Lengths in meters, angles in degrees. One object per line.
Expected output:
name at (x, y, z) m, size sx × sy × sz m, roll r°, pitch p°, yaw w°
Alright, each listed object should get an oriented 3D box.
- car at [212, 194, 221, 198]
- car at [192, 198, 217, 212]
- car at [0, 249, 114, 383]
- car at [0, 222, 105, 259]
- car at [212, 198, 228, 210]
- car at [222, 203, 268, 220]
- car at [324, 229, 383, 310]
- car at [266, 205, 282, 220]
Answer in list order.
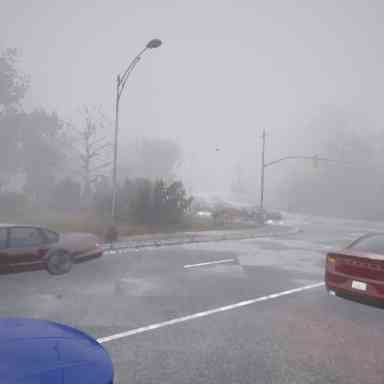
car at (5.839, 1.109, 79.176) m, size 2.033 × 1.411 × 5.357 m, roll 2°, pitch 2°, yaw -1°
car at (1.400, 1.984, 45.305) m, size 1.994 × 1.385 × 4.181 m, roll 3°, pitch 0°, yaw -17°
car at (-2.863, 1.478, 1.699) m, size 5.008 × 1.535 × 1.882 m, roll 0°, pitch 0°, yaw -36°
car at (-5.154, 1.547, 8.894) m, size 5.357 × 1.411 × 2.033 m, roll 0°, pitch 0°, yaw -36°
car at (4.473, 2.094, 46.971) m, size 2.033 × 1.411 × 5.357 m, roll 3°, pitch 1°, yaw -18°
car at (5.423, 2.171, 34.615) m, size 1.895 × 1.301 × 4.718 m, roll 3°, pitch -1°, yaw -23°
car at (4.992, 1.555, 7.347) m, size 5.008 × 1.535 × 1.882 m, roll 1°, pitch -1°, yaw -35°
car at (8.110, 2.217, 37.292) m, size 1.837 × 1.490 × 4.892 m, roll 3°, pitch -1°, yaw -21°
